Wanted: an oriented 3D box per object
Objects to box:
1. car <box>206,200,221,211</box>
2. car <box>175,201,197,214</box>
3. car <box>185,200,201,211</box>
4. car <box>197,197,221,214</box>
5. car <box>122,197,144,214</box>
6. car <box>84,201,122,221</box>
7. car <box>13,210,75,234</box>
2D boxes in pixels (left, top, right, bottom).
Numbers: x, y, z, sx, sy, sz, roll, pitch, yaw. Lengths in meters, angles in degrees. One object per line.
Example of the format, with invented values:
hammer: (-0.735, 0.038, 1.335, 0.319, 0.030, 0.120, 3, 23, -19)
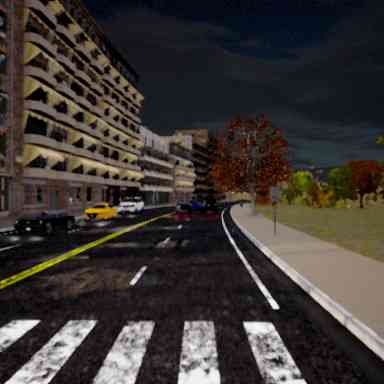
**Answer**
car: (3.460, 2.130, 52.855, 2.128, 1.511, 4.902, 0, -1, 8)
car: (-1.010, 1.983, 42.554, 2.128, 1.511, 4.902, 0, -1, 6)
car: (0.179, 2.111, 52.846, 1.882, 1.535, 5.008, 0, -1, 8)
car: (2.231, 1.714, 42.298, 2.150, 2.045, 5.566, 0, -1, 6)
car: (-7.598, 1.697, 41.973, 2.150, 2.045, 5.566, 0, -1, 5)
car: (-8.527, 1.821, 31.440, 1.882, 1.535, 5.008, 0, -1, 4)
car: (-9.231, 1.825, 21.163, 1.895, 1.301, 4.718, 0, -1, 3)
